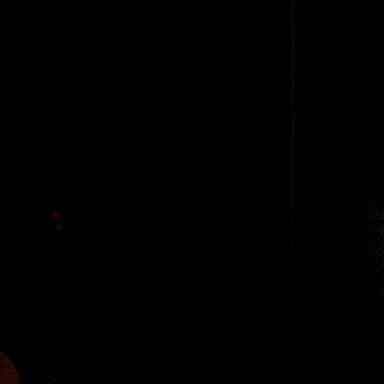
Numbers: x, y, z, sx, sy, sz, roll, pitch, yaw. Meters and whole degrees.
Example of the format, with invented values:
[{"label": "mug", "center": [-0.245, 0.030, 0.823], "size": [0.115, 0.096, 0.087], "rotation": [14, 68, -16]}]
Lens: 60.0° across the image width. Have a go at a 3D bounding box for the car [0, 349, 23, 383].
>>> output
[{"label": "car", "center": [-3.015, 1.477, 0.632], "size": [5.008, 1.535, 1.882], "rotation": [0, 0, -35]}]
